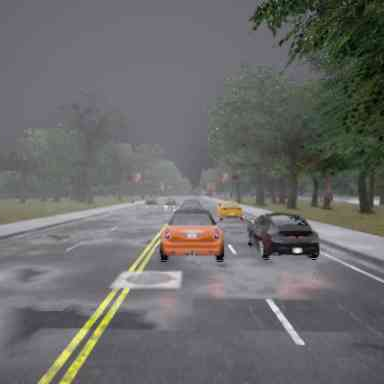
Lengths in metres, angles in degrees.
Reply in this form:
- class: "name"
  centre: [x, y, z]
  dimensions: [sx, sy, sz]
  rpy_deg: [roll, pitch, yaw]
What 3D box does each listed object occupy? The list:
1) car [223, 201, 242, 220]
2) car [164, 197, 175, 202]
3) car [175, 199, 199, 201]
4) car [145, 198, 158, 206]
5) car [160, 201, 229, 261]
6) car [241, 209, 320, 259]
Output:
- class: "car"
  centre: [3.191, 1.543, 28.815]
  dimensions: [1.882, 1.535, 5.008]
  rpy_deg: [0, 0, 0]
- class: "car"
  centre: [-3.687, 1.631, 58.243]
  dimensions: [1.837, 1.490, 4.892]
  rpy_deg: [0, 0, 0]
- class: "car"
  centre: [-0.061, 1.415, 27.539]
  dimensions: [2.097, 1.767, 4.553]
  rpy_deg: [0, 0, 0]
- class: "car"
  centre: [-6.929, 1.674, 58.003]
  dimensions: [2.033, 1.411, 5.357]
  rpy_deg: [0, 0, 0]
- class: "car"
  centre: [0.013, 1.386, 12.526]
  dimensions: [2.097, 1.767, 4.553]
  rpy_deg: [0, 0, 0]
- class: "car"
  centre: [3.262, 1.541, 12.654]
  dimensions: [1.837, 1.490, 4.892]
  rpy_deg: [0, 0, 0]
